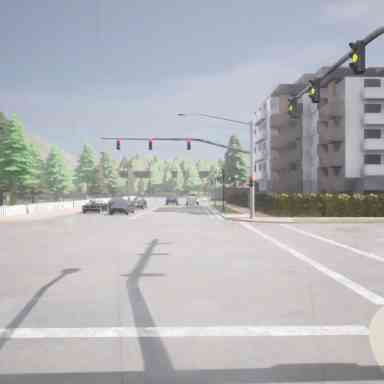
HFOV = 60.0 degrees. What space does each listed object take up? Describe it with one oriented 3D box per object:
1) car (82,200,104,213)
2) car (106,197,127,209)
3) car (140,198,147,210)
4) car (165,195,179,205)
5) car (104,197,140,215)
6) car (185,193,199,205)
[{"bbox_3d":[-10.535,1.601,36.647,1.895,1.301,4.718,0,0,0],"label":"car"},{"bbox_3d":[-10.517,1.478,46.687,1.882,1.535,5.008,0,0,0],"label":"car"},{"bbox_3d":[-7.033,1.491,43.708,2.128,1.511,4.902,0,0,0],"label":"car"},{"bbox_3d":[-3.441,1.352,58.025,2.097,1.767,4.553,0,0,0],"label":"car"},{"bbox_3d":[-7.049,1.547,34.058,2.033,1.411,5.357,0,0,1],"label":"car"},{"bbox_3d":[0.059,1.221,58.096,2.150,2.045,5.566,0,0,0],"label":"car"}]
